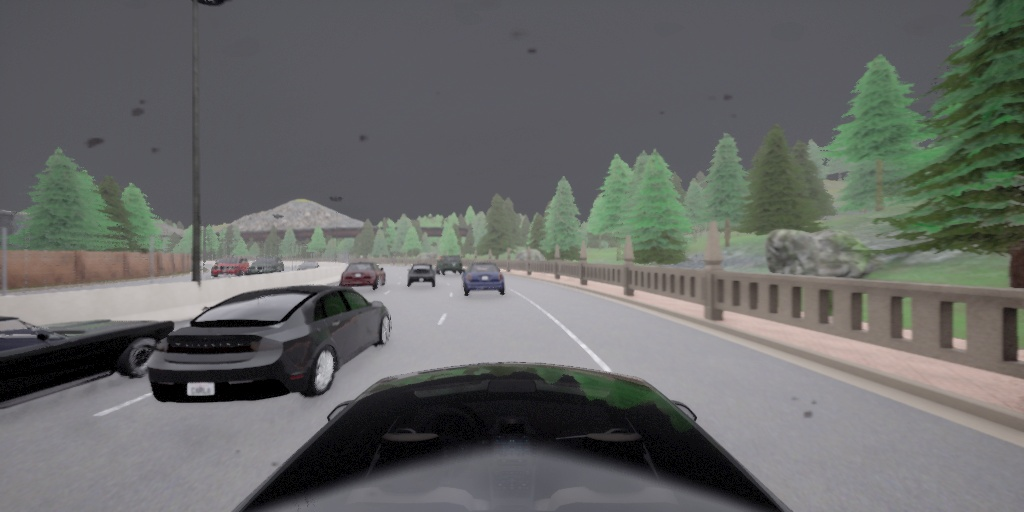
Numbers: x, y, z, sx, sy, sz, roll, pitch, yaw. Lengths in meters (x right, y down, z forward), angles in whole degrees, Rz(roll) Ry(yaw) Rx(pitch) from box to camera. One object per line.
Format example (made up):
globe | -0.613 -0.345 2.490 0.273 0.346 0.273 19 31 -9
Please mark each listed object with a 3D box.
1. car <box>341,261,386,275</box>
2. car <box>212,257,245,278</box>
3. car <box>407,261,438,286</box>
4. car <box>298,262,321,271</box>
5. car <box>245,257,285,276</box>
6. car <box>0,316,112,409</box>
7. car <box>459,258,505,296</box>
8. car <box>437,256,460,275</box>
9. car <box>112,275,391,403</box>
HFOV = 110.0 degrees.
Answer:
car | -9.410 1.158 22.968 2.097 1.767 4.553 0 0 -12
car | -28.685 1.138 36.844 2.150 2.045 5.566 0 0 -24
car | -6.390 1.294 25.557 1.837 1.490 4.892 0 0 -13
car | -22.246 1.357 39.525 1.882 1.535 5.008 0 0 -24
car | -24.660 1.113 36.332 2.150 2.045 5.566 0 0 -22
car | -7.050 1.390 4.486 1.895 1.301 4.718 0 0 -2
car | -1.679 1.115 19.850 2.097 1.767 4.553 0 0 -9
car | -6.899 1.016 39.392 2.150 2.045 5.566 0 0 -20
car | -3.669 1.276 6.519 1.837 1.490 4.892 0 0 -3
